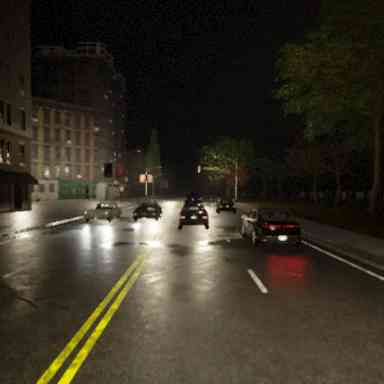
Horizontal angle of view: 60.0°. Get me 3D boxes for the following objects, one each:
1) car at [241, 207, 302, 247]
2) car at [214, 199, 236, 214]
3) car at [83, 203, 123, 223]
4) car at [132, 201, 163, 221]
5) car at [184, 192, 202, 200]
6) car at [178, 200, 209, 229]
[{"bbox_3d":[3.353,1.447,14.712,1.837,1.490,4.892,0,0,0],"label":"car"},{"bbox_3d":[3.355,1.410,34.002,2.033,1.411,5.357,0,0,0],"label":"car"},{"bbox_3d":[-6.596,1.502,25.051,1.895,1.301,4.718,0,0,0],"label":"car"},{"bbox_3d":[-3.347,1.445,25.960,2.033,1.411,5.357,0,0,0],"label":"car"},{"bbox_3d":[0.106,1.041,43.777,2.150,2.045,5.566,0,0,0],"label":"car"},{"bbox_3d":[0.097,1.465,21.141,2.033,1.411,5.357,0,0,0],"label":"car"}]
